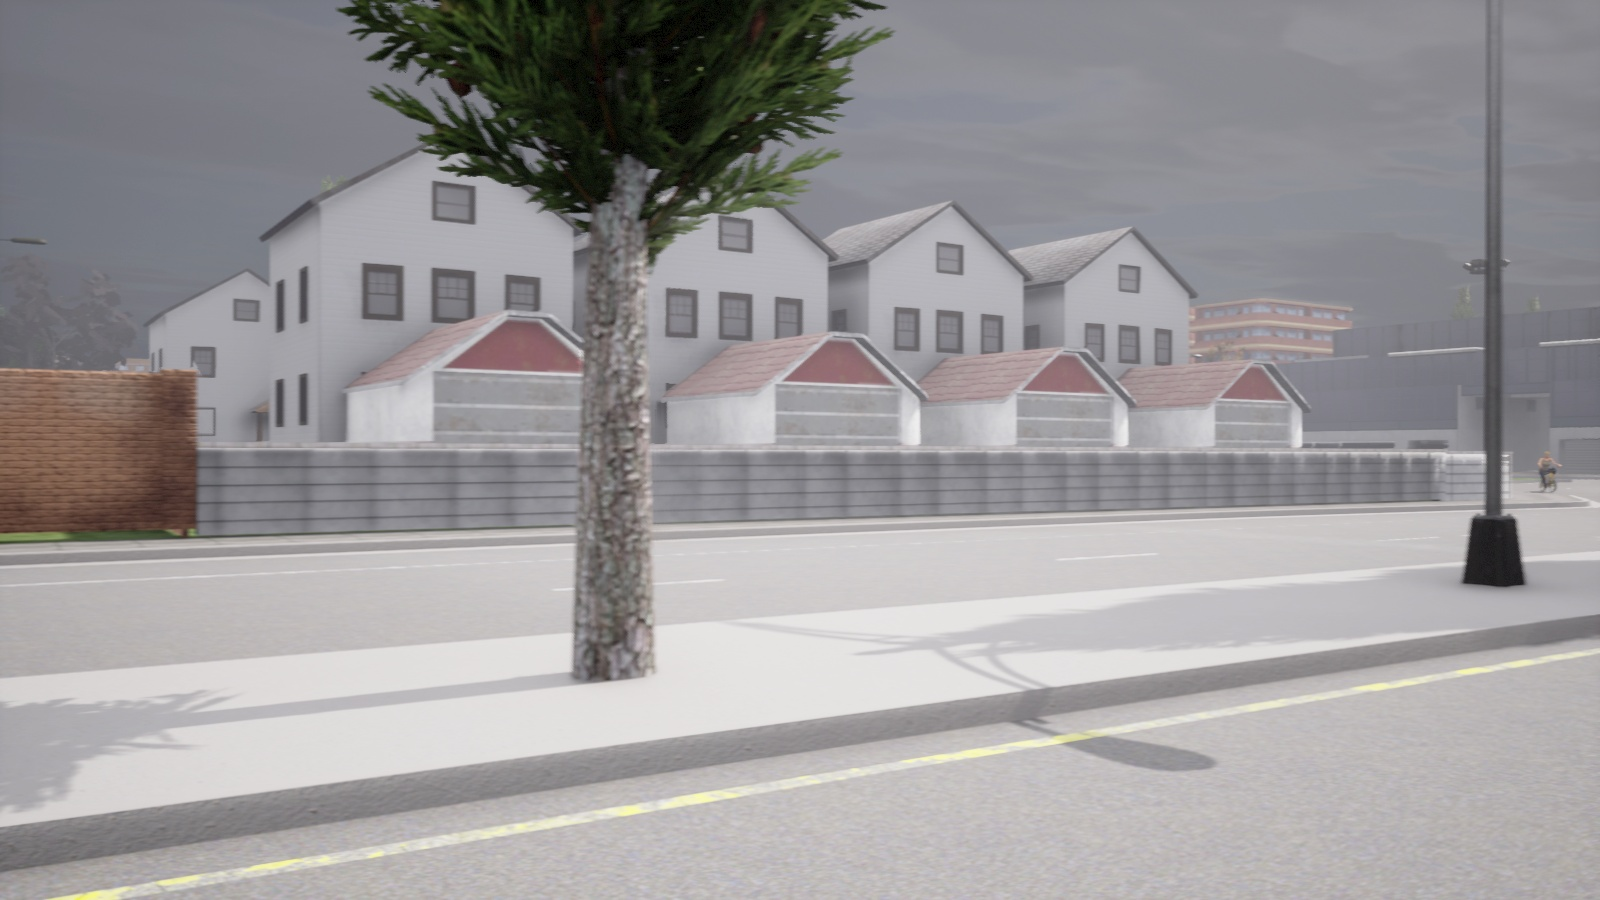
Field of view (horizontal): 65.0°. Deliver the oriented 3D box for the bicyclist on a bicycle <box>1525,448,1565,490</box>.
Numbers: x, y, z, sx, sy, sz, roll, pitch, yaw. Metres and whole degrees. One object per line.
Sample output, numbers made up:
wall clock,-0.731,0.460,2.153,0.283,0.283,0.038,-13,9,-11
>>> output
bicyclist on a bicycle,28.804,0.725,48.552,0.866,1.612,1.509,0,0,11
